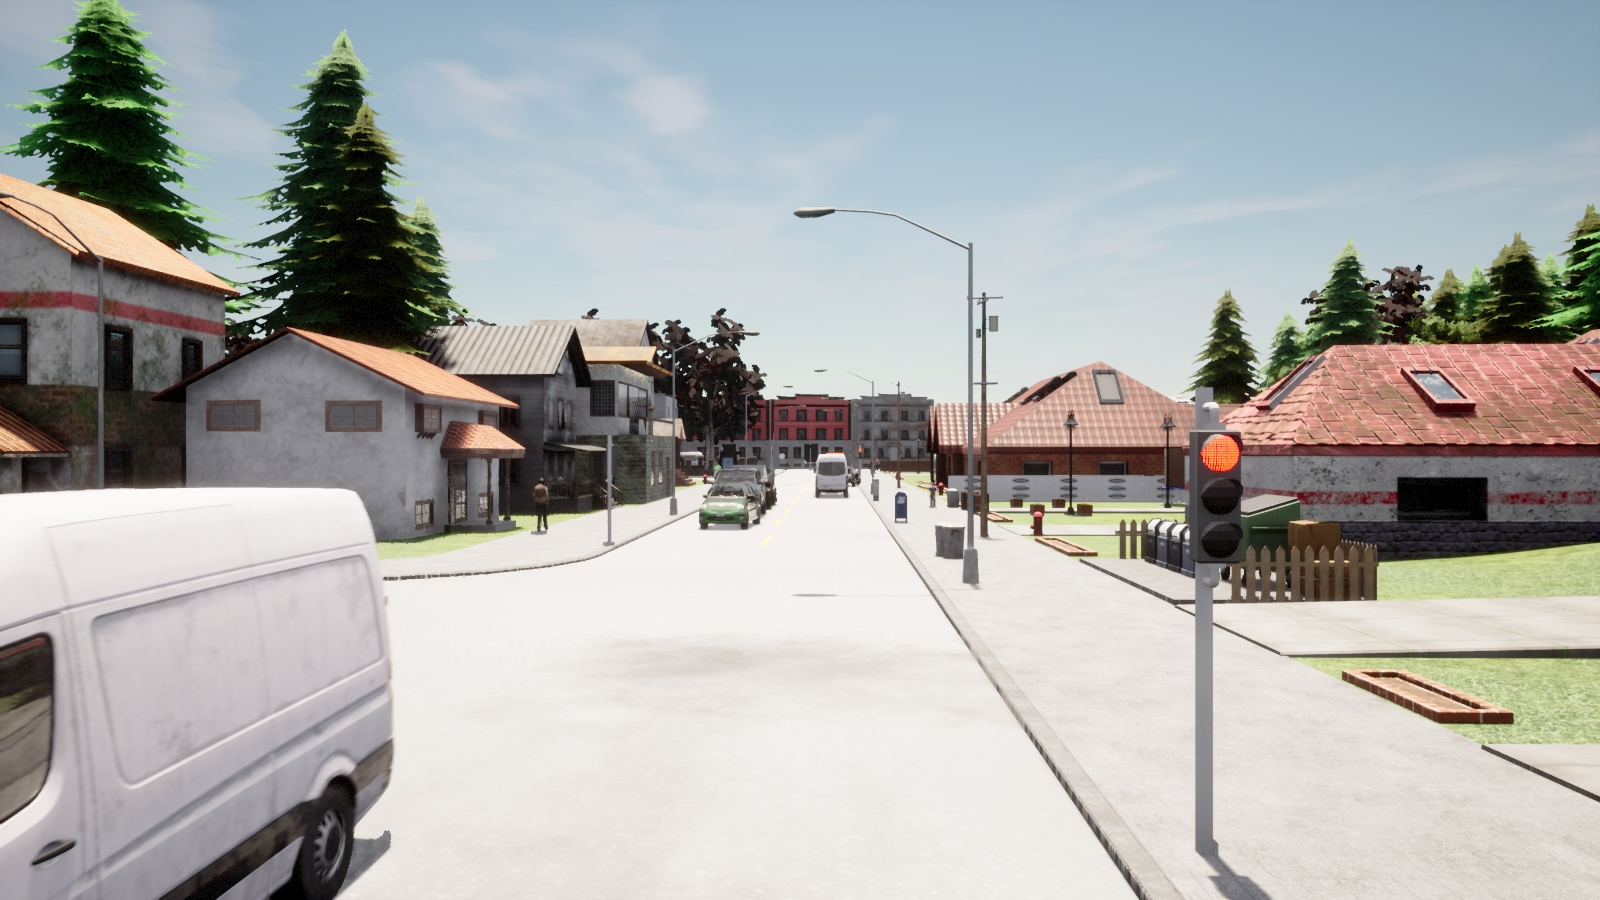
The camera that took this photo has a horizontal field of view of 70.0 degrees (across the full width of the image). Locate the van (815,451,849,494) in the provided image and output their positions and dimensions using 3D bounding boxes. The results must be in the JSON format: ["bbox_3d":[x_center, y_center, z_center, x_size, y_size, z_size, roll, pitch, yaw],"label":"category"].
[{"bbox_3d":[1.947,1.314,70.156,1.988,2.561,5.915,0,0,2],"label":"van"}]

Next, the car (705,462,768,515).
[{"bbox_3d":[-2.626,1.559,48.404,2.150,2.045,5.566,0,0,2],"label":"car"}]

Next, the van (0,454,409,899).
[{"bbox_3d":[-3.940,1.314,5.421,1.988,2.561,5.915,0,0,2],"label":"van"}]

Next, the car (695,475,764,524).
[{"bbox_3d":[-2.533,1.779,41.798,1.851,1.617,3.988,0,0,7],"label":"car"}]

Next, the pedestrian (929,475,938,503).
[{"bbox_3d":[6.190,1.803,53.140,0.375,1.300,0.375,0,0,1],"label":"pedestrian"}]

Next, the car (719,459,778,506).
[{"bbox_3d":[-2.451,1.534,55.813,2.390,2.098,6.274,0,0,2],"label":"car"}]

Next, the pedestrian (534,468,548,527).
[{"bbox_3d":[-8.349,1.525,36.825,0.375,1.860,0.375,0,0,2],"label":"pedestrian"}]
